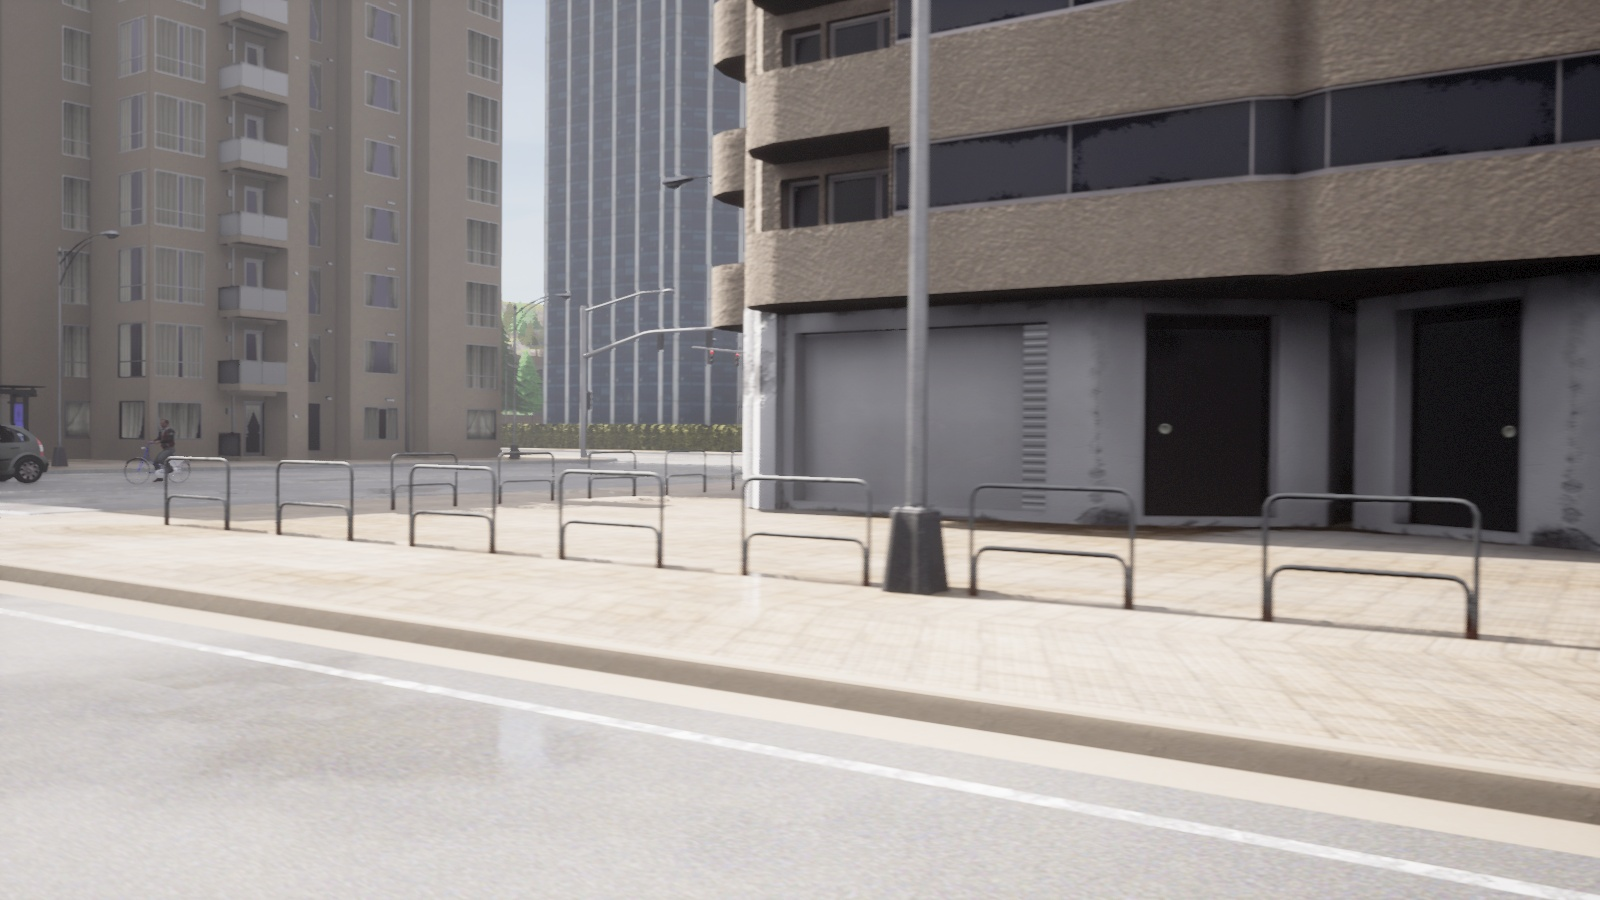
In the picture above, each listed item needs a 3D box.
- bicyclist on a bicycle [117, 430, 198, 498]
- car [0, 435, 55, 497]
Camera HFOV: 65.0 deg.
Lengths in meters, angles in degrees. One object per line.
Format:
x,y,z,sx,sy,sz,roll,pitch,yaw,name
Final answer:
-17.218,0.354,33.695,0.659,1.776,1.843,0,1,33,bicyclist on a bicycle
-21.985,0.438,32.748,1.851,1.617,3.988,0,1,33,car
